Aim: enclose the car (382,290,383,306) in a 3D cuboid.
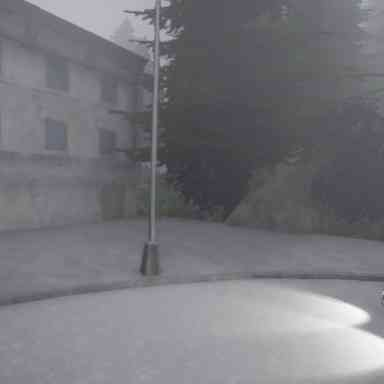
[{"bbox_3d":[5.144,1.524,4.695,4.181,1.385,1.994,2,2,10],"label":"car"}]
